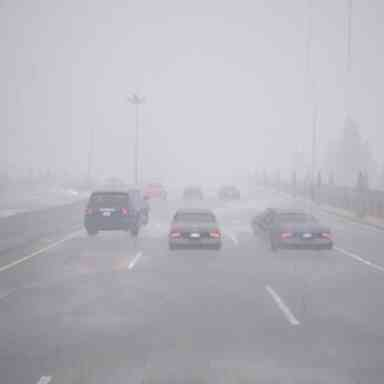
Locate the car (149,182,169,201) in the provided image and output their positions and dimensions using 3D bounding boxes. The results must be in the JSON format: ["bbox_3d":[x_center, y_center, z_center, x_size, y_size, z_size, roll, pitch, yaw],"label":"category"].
[{"bbox_3d":[-3.417,-0.220,32.207,2.097,1.767,4.553,0,4,0],"label":"car"}]

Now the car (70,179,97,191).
[{"bbox_3d":[-14.112,-1.001,44.410,1.882,1.535,5.008,0,4,0],"label":"car"}]

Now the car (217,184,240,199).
[{"bbox_3d":[3.583,-0.081,33.206,1.994,1.385,4.181,0,4,0],"label":"car"}]

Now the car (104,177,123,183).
[{"bbox_3d":[-10.610,-1.148,44.691,2.097,1.767,4.553,0,4,0],"label":"car"}]

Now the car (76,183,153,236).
[{"bbox_3d":[-3.408,0.813,15.968,2.150,2.045,5.566,0,3,0],"label":"car"}]

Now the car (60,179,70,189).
[{"bbox_3d":[-17.603,-1.197,48.706,1.895,1.301,4.718,0,4,0],"label":"car"}]

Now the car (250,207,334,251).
[{"bbox_3d":[3.594,1.294,12.902,2.033,1.411,5.357,0,3,0],"label":"car"}]

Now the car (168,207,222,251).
[{"bbox_3d":[0.094,1.293,12.924,2.033,1.411,5.357,0,3,0],"label":"car"}]

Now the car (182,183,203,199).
[{"bbox_3d":[0.082,-0.145,33.549,1.812,1.442,4.674,0,4,0],"label":"car"}]
